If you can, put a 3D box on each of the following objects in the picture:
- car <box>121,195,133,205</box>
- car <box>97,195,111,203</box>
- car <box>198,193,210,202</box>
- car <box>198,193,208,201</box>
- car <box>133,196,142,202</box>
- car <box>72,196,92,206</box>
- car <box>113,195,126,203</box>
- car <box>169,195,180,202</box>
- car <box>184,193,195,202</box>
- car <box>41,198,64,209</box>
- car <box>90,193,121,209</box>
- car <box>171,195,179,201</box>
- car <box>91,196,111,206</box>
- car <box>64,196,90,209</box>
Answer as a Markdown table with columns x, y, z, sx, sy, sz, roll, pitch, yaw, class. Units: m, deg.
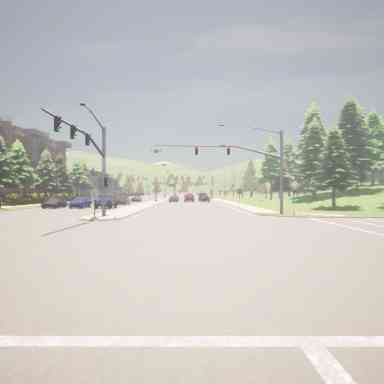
| x | y | z | sx | sy | sz | roll | pitch | yaw | class |
| --- | --- | --- | --- | --- | --- | --- | --- | --- | --- |
| -11.933 | 1.499 | 57.692 | 1.837 | 1.490 | 4.892 | 0 | 2 | -1 | car |
| -19.086 | 1.500 | 72.660 | 1.837 | 1.490 | 4.892 | 0 | 0 | -1 | car |
| 2.905 | 1.501 | 73.442 | 1.837 | 1.490 | 4.892 | 0 | 0 | -1 | car |
| 2.748 | 1.194 | 83.666 | 2.150 | 2.045 | 5.566 | 0 | 0 | -1 | car |
| -12.083 | 1.539 | 72.468 | 2.033 | 1.411 | 5.357 | 0 | 0 | -1 | car |
| -18.928 | 1.478 | 57.564 | 1.882 | 1.535 | 5.008 | 0 | 1 | -1 | car |
| -15.575 | 1.477 | 71.968 | 1.882 | 1.535 | 5.008 | 0 | 0 | -1 | car |
| -4.087 | 1.541 | 72.899 | 2.033 | 1.411 | 5.357 | 0 | 0 | -1 | car |
| -0.589 | 1.225 | 73.019 | 2.150 | 2.045 | 5.566 | 0 | 0 | -1 | car |
| -18.771 | 1.547 | 45.605 | 2.033 | 1.411 | 5.357 | 0 | 0 | -1 | car |
| -11.773 | 1.222 | 45.720 | 2.150 | 2.045 | 5.566 | 0 | 0 | -1 | car |
| -4.251 | 1.488 | 83.517 | 1.812 | 1.442 | 4.674 | 0 | 0 | -1 | car |
| -15.424 | 1.489 | 56.868 | 2.128 | 1.511 | 4.902 | 0 | 0 | -1 | car |
| -15.269 | 1.478 | 45.537 | 1.882 | 1.535 | 5.008 | 0 | 0 | -1 | car |
